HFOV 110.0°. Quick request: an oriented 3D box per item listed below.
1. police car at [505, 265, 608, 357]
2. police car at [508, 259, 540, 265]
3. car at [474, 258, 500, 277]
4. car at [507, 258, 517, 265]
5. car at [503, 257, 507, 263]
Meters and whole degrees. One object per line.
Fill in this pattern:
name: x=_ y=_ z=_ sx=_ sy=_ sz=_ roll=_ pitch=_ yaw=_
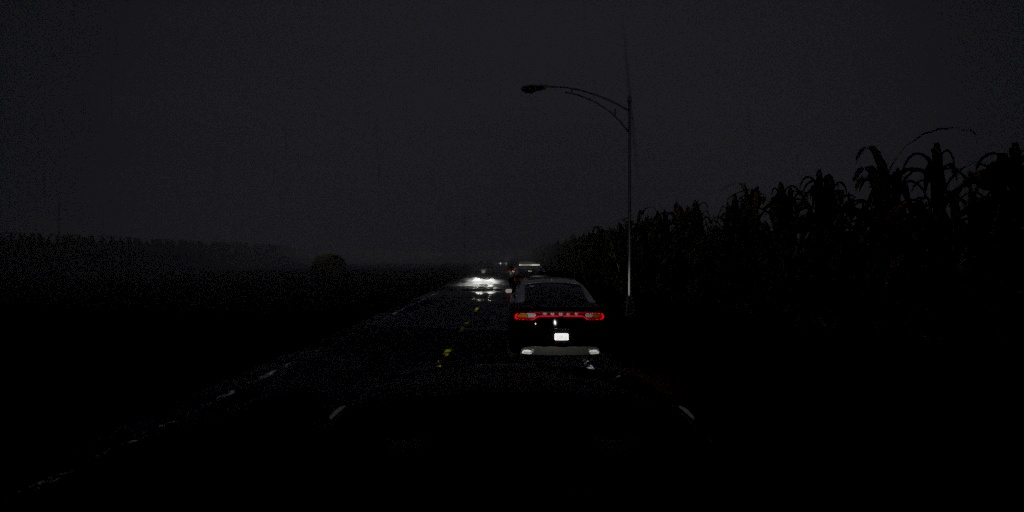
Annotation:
police car: x=0.858 y=1.173 z=8.709 sx=1.930 sy=1.638 sz=5.238 roll=0 pitch=0 yaw=0
police car: x=0.901 y=1.166 z=18.709 sx=1.930 sy=1.638 sz=5.238 roll=0 pitch=0 yaw=0
car: x=-2.603 y=1.210 z=35.202 sx=2.128 sy=1.511 sz=4.902 roll=0 pitch=0 yaw=0
car: x=0.926 y=1.084 z=24.568 sx=2.097 sy=1.767 sz=4.553 roll=0 pitch=0 yaw=0
car: x=0.275 y=1.179 z=51.222 sx=2.128 sy=1.511 sz=4.902 roll=0 pitch=0 yaw=1
